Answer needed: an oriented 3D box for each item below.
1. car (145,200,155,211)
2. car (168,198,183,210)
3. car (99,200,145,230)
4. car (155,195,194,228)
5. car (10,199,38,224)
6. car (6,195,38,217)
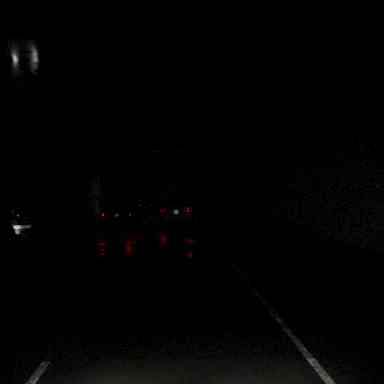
[{"bbox_3d":[-5.576,1.627,41.650,1.895,1.301,4.718,0,0,-3],"label":"car"},{"bbox_3d":[-2.201,1.526,43.845,1.812,1.442,4.674,0,0,-3],"label":"car"},{"bbox_3d":[-4.493,1.378,21.387,2.097,1.767,4.553,0,0,-3],"label":"car"},{"bbox_3d":[-1.068,1.224,22.462,2.150,2.045,5.566,0,0,-3],"label":"car"},{"bbox_3d":[-11.951,1.585,26.039,1.837,1.490,4.892,0,0,-3],"label":"car"},{"bbox_3d":[-15.766,1.328,31.832,2.150,2.045,5.566,0,0,-3],"label":"car"}]
